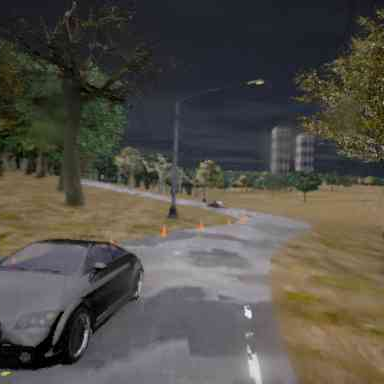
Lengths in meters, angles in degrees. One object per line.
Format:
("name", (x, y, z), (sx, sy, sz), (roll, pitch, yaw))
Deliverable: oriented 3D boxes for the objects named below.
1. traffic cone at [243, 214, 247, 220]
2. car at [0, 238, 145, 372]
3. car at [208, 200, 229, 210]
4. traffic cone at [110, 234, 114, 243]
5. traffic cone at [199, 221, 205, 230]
("traffic cone", (4.790, 2.657, 31.757), (0.340, 0.580, 0.340), (2, -1, 18))
("car", (-2.255, 1.536, 5.775), (1.994, 1.385, 4.181), (2, -1, 9))
("car", (4.475, 2.179, 57.328), (1.812, 1.442, 4.674), (1, 3, -32))
("traffic cone", (-3.229, 2.002, 13.368), (0.340, 0.580, 0.340), (2, -1, 16))
("traffic cone", (0.673, 2.320, 23.164), (0.340, 0.580, 0.340), (2, -1, 28))
